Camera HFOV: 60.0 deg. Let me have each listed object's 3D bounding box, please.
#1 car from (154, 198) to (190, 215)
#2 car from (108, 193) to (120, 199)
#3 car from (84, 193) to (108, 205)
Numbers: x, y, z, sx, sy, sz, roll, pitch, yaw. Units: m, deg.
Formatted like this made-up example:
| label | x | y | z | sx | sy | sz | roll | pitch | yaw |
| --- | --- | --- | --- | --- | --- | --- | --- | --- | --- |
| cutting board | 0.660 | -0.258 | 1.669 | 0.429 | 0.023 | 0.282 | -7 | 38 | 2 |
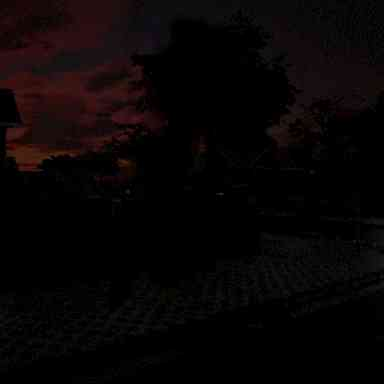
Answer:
| label | x | y | z | sx | sy | sz | roll | pitch | yaw |
| --- | --- | --- | --- | --- | --- | --- | --- | --- | --- |
| car | -1.627 | 1.302 | 28.959 | 2.128 | 1.511 | 4.902 | -1 | 1 | -34 |
| car | -22.455 | 0.975 | 92.149 | 2.097 | 1.767 | 4.553 | -1 | 0 | 5 |
| car | -13.977 | 1.192 | 47.339 | 1.812 | 1.442 | 4.674 | -1 | 1 | -32 |
